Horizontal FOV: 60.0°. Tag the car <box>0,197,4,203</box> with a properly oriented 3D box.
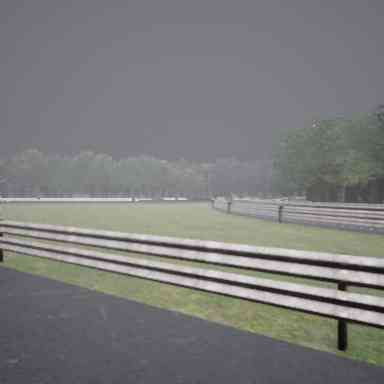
[{"bbox_3d":[-45.697,1.868,76.478,4.892,1.490,1.837,0,0,2],"label":"car"}]
